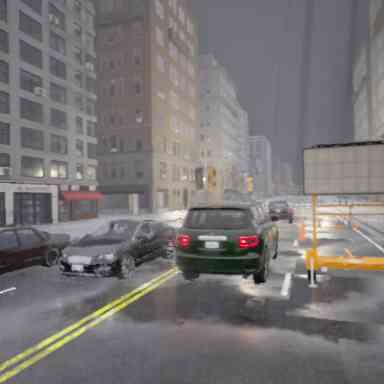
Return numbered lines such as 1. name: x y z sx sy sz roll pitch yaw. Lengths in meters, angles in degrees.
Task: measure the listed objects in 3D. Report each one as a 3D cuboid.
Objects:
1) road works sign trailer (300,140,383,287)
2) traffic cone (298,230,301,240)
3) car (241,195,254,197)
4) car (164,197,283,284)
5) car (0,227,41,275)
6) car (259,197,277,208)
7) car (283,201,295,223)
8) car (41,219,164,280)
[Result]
1. road works sign trailer: 4.266 0.472 9.002 2.380 3.560 2.880 -1 -1 19
2. traffic cone: 5.274 2.017 16.054 0.340 0.580 0.340 -1 -1 19
3. car: 8.416 1.512 50.884 2.150 2.045 5.566 -1 -1 19
4. car: 1.334 1.303 10.098 2.150 2.045 5.566 -1 -1 19
5. car: -5.822 1.779 9.874 2.033 1.411 5.357 -1 -1 19
6. car: 11.498 1.480 49.854 2.128 1.511 4.902 -1 -1 19
7. car: 7.198 1.493 27.098 2.097 1.767 4.553 -1 -1 19
8. car: -2.098 1.653 10.718 2.128 1.511 4.902 -1 -1 19
